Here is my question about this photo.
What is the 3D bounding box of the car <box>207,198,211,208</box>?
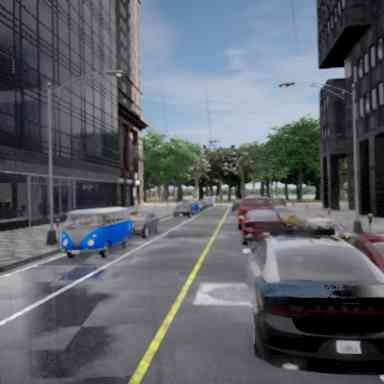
[{"bbox_3d":[1.376,1.997,51.221,1.947,1.339,4.313,-2,-1,8],"label":"car"}]

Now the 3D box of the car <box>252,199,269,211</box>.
[{"bbox_3d":[9.092,1.732,44.692,1.887,1.381,4.507,-2,-1,8],"label":"car"}]

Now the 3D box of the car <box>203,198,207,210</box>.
[{"bbox_3d":[0.623,1.923,45.665,1.752,1.417,4.829,-2,-1,8],"label":"car"}]

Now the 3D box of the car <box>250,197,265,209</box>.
[{"bbox_3d":[9.818,1.660,50.081,1.967,1.590,4.097,-2,-1,8],"label":"car"}]

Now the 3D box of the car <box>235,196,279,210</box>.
[{"bbox_3d":[4.075,1.321,21.829,2.150,2.045,5.566,-1,-1,8],"label":"car"}]

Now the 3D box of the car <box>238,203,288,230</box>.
[{"bbox_3d":[3.308,1.541,15.849,1.882,1.535,5.008,-1,-1,8],"label":"car"}]

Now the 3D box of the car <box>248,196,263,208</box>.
[{"bbox_3d":[10.544,1.568,55.470,2.192,1.841,5.009,-2,-1,8],"label":"car"}]

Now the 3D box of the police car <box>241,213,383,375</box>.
[{"bbox_3d":[1.980,1.433,6.049,1.930,1.638,5.238,-1,-1,8],"label":"police car"}]

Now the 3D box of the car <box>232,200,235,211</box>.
[{"bbox_3d":[6.227,1.741,43.980,2.128,1.511,4.902,-1,0,8],"label":"car"}]

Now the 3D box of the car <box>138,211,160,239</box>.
[{"bbox_3d":[-3.000,1.791,18.892,2.008,1.369,4.403,-2,-1,8],"label":"car"}]

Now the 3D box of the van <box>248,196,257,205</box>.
[{"bbox_3d":[12.004,1.662,66.247,1.690,1.788,3.998,-2,-1,8],"label":"van"}]

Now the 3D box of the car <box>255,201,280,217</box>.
[{"bbox_3d":[7.633,1.674,33.914,2.008,1.369,4.403,-2,-1,8],"label":"car"}]

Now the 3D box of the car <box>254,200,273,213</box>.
[{"bbox_3d":[8.385,1.681,39.472,1.752,1.417,4.829,-2,-1,8],"label":"car"}]

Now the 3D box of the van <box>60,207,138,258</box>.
[{"bbox_3d":[-3.735,1.550,13.505,1.690,1.788,3.998,-1,-1,8],"label":"van"}]

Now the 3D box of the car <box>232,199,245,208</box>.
[{"bbox_3d":[7.943,1.892,56.783,1.994,1.385,4.181,-1,-1,8],"label":"car"}]

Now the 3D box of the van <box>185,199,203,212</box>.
[{"bbox_3d":[-0.089,1.707,40.447,1.690,1.788,3.998,-2,-1,8],"label":"van"}]

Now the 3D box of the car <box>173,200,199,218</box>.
[{"bbox_3d":[-0.812,1.900,35.056,1.947,1.339,4.313,-2,-1,8],"label":"car"}]

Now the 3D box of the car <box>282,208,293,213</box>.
[{"bbox_3d":[4.738,1.525,12.530,1.752,1.417,4.829,-2,-1,8],"label":"car"}]

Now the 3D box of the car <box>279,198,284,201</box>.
[{"bbox_3d":[6.898,1.406,28.528,2.192,1.841,5.009,-2,-1,8],"label":"car"}]

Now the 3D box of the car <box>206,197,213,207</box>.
[{"bbox_3d":[2.081,1.989,56.442,1.752,1.417,4.829,-2,-1,8],"label":"car"}]

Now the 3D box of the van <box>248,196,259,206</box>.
[{"bbox_3d":[11.274,1.628,60.858,1.690,1.788,3.998,-2,-1,8],"label":"van"}]

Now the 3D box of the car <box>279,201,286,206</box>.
[{"bbox_3d":[6.197,1.586,23.307,1.752,1.417,4.829,-2,-1,8],"label":"car"}]

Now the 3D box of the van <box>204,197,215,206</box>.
[{"bbox_3d":[3.558,1.873,67.389,1.690,1.788,3.998,-2,-1,8],"label":"van"}]
